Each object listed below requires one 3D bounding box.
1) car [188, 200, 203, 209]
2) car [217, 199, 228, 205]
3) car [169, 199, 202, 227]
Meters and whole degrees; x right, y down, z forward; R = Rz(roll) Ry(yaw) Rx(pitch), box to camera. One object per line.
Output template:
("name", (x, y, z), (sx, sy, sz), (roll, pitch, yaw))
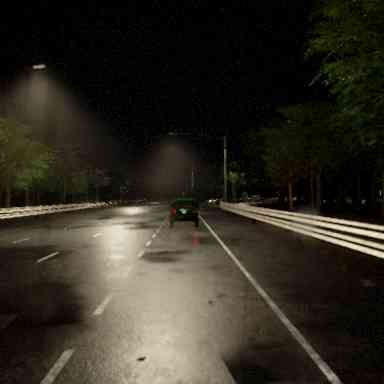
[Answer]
("car", (0.667, 2.277, 60.813), (1.837, 1.490, 4.892), (-1, -1, 11))
("car", (7.578, 2.466, 81.789), (1.812, 1.442, 4.674), (-1, -1, 27))
("car", (-0.639, 1.571, 26.464), (2.150, 2.045, 5.566), (-1, -1, -2))
